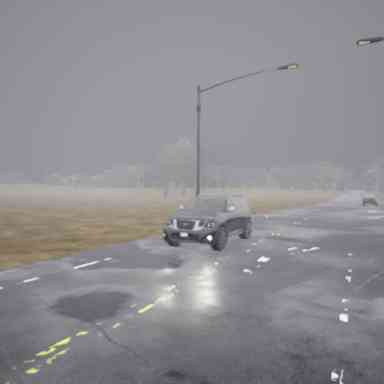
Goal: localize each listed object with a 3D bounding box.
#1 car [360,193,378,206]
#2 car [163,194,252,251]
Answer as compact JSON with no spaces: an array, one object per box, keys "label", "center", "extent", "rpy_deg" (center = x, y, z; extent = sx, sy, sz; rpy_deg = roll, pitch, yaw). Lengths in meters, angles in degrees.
[{"label":"car","center":[26.388,1.244,49.410],"extent":[1.837,1.490,4.892],"rpy_deg":[0,1,27]},{"label":"car","center":[0.931,1.136,14.191],"extent":[2.150,2.045,5.566],"rpy_deg":[0,0,26]}]
